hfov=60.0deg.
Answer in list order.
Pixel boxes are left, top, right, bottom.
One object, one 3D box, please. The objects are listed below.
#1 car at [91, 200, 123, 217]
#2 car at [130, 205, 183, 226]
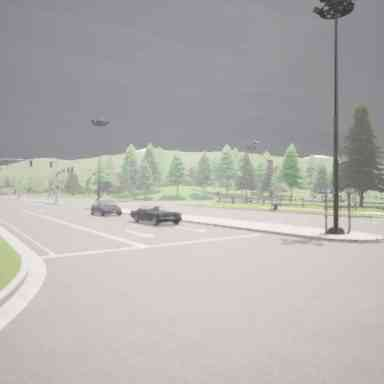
[{"bbox_3d":[-8.305,1.536,31.948,1.812,1.442,4.674,0,0,-34],"label":"car"},{"bbox_3d":[-2.605,1.611,23.724,1.895,1.301,4.718,0,0,-35],"label":"car"}]
